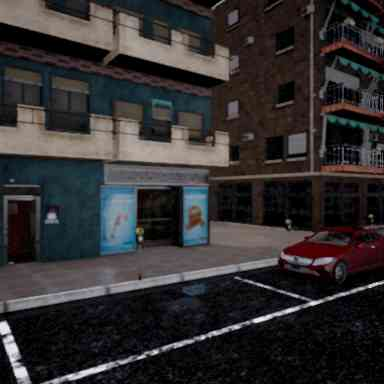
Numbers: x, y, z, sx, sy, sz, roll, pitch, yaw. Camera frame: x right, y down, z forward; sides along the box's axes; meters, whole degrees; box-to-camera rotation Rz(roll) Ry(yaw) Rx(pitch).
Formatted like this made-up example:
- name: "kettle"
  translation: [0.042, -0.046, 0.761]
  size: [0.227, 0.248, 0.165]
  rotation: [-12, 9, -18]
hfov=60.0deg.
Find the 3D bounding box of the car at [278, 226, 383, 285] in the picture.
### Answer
- name: "car"
  translation: [4.334, 1.671, 9.649]
  size: [4.206, 1.307, 1.802]
  rotation: [1, -1, -35]
